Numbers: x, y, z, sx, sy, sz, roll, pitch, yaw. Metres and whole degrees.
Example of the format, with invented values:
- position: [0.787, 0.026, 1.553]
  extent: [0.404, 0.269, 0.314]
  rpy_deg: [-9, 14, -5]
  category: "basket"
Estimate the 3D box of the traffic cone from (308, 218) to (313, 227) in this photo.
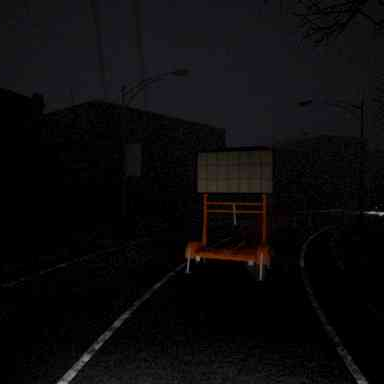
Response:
- position: [7.666, 1.976, 21.513]
  extent: [0.340, 0.580, 0.340]
  rpy_deg: [1, 0, 23]
  category: "traffic cone"

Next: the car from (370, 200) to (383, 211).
- position: [23.252, 1.668, 39.751]
  extent: [4.181, 1.385, 1.994]
  rpy_deg: [1, 1, -28]
  category: "car"

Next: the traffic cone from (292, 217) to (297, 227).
- position: [6.745, 1.964, 21.902]
  extent: [0.340, 0.580, 0.340]
  rpy_deg: [1, 0, 23]
  category: "traffic cone"

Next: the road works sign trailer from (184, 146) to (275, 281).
- position: [1.317, 0.459, 10.107]
  extent: [2.380, 3.560, 2.880]
  rpy_deg: [0, 0, 21]
  category: "road works sign trailer"
